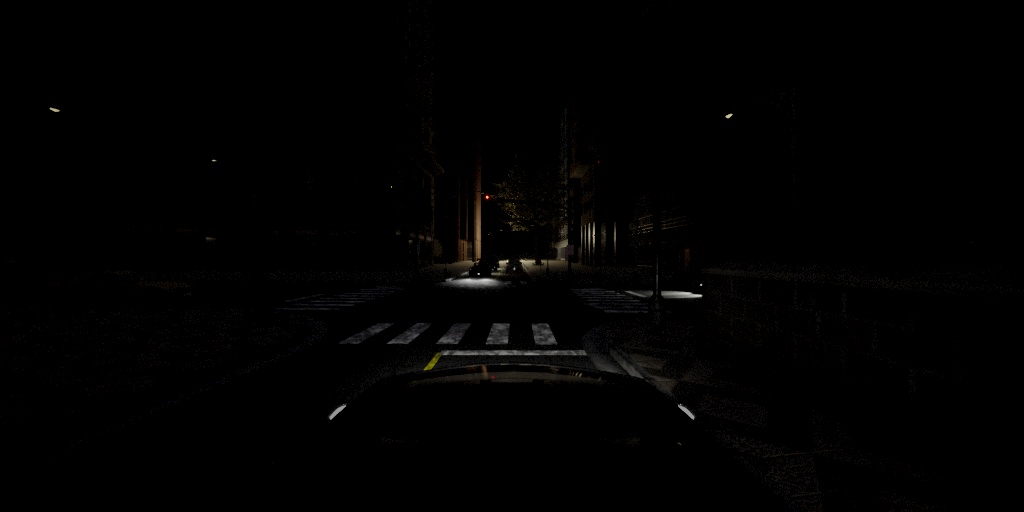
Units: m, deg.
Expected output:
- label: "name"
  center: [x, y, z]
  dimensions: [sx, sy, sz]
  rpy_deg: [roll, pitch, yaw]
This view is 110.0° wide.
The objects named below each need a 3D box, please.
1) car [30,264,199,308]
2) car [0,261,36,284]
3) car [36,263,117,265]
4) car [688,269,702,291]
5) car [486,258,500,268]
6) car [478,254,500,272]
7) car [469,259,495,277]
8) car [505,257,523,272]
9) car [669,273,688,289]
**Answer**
- label: "car"
  center: [-14.892, 1.147, 13.804]
  dimensions: [4.829, 1.417, 1.751]
  rpy_deg: [0, 0, 1]
- label: "car"
  center: [-31.844, 0.975, 22.498]
  dimensions: [4.507, 1.381, 1.888]
  rpy_deg: [0, 0, 1]
- label: "car"
  center: [-26.227, 1.065, 22.443]
  dimensions: [4.313, 1.339, 1.948]
  rpy_deg: [0, 0, 1]
- label: "car"
  center: [12.233, 1.396, 19.397]
  dimensions: [4.181, 1.385, 1.994]
  rpy_deg: [0, 0, 1]
- label: "car"
  center: [-2.872, 1.059, 54.340]
  dimensions: [1.812, 1.442, 4.674]
  rpy_deg: [0, 0, 0]
- label: "car"
  center: [-2.930, 0.831, 44.178]
  dimensions: [2.150, 2.045, 5.566]
  rpy_deg: [0, 0, -1]
- label: "car"
  center: [-2.968, 1.275, 34.364]
  dimensions: [1.895, 1.301, 4.718]
  rpy_deg: [0, 0, 0]
- label: "car"
  center: [0.276, 1.146, 42.568]
  dimensions: [1.812, 1.442, 4.674]
  rpy_deg: [0, 1, 0]
- label: "car"
  center: [12.006, 1.381, 22.062]
  dimensions: [4.403, 1.370, 2.007]
  rpy_deg: [0, 0, 1]
